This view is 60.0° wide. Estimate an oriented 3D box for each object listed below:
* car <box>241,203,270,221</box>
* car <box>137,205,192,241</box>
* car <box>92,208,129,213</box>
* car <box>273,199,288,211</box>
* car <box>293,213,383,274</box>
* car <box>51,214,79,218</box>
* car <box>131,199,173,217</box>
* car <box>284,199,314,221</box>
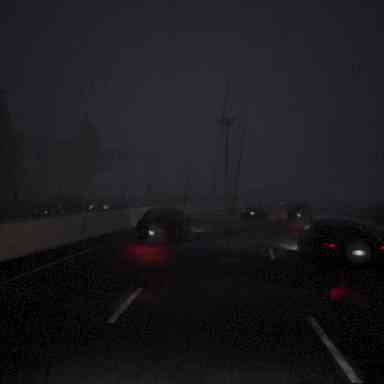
[{"bbox_3d":[5.340,1.619,27.742,1.994,1.385,4.181,0,0,19],"label":"car"},{"bbox_3d":[-1.277,1.535,16.928,1.837,1.490,4.892,0,0,11],"label":"car"},{"bbox_3d":[-8.004,1.404,32.481,2.097,1.767,4.553,0,0,20],"label":"car"},{"bbox_3d":[11.494,1.577,41.666,2.128,1.511,4.902,0,0,28],"label":"car"},{"bbox_3d":[4.721,1.588,10.781,1.994,1.385,4.181,0,0,9],"label":"car"},{"bbox_3d":[-12.351,1.268,30.599,2.150,2.045,5.566,0,0,18],"label":"car"},{"bbox_3d":[-3.930,1.549,33.545,2.128,1.511,4.902,0,0,21],"label":"car"},{"bbox_3d":[9.068,1.565,27.831,1.837,1.490,4.892,0,0,20],"label":"car"}]
